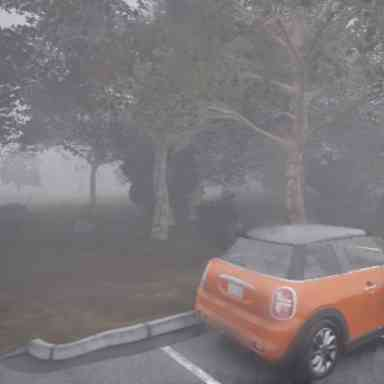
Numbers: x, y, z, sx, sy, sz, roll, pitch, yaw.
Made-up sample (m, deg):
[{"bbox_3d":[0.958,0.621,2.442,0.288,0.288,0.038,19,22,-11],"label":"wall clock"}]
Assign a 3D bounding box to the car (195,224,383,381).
[{"bbox_3d":[2.372,1.352,5.717,4.553,1.767,2.185,0,2,-33],"label":"car"}]
